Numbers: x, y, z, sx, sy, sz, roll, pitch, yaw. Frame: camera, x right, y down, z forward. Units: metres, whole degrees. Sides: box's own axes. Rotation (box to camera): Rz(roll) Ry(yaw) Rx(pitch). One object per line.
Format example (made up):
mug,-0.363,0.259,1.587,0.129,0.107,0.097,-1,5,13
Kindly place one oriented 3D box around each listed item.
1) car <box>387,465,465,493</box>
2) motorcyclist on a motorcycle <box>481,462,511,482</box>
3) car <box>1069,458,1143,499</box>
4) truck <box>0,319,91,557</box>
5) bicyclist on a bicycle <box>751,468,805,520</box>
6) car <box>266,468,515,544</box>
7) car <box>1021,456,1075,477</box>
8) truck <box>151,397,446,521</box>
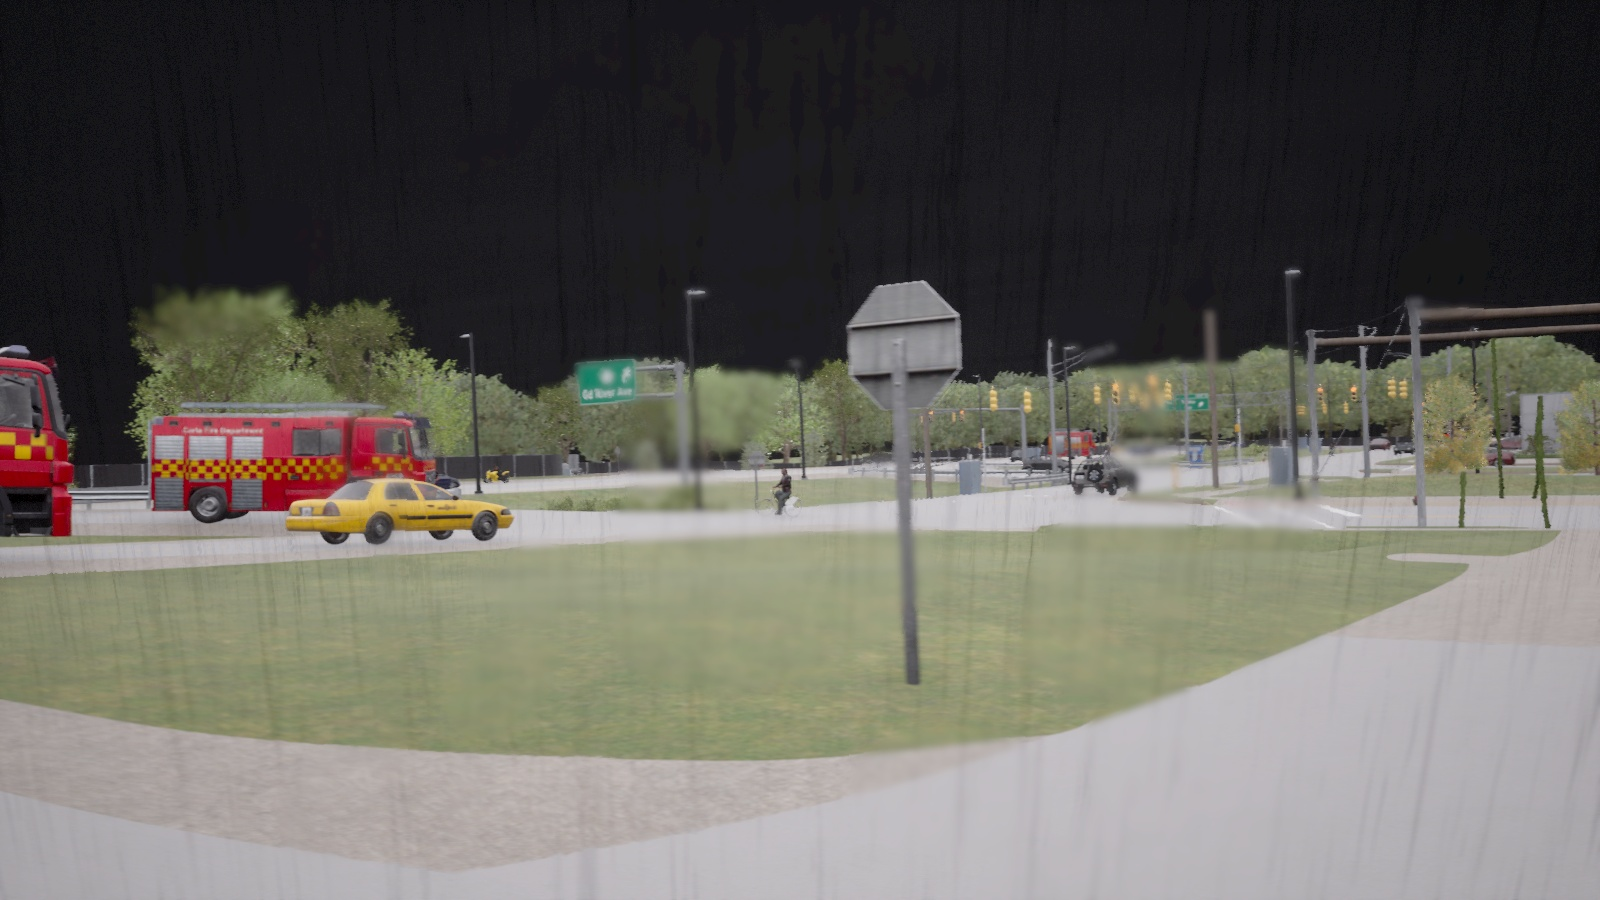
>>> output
car,-22.129,1.699,74.479,1.816,1.474,4.193,-2,0,35
motorcyclist on a motorcycle,-23.310,1.679,96.378,2.044,1.523,0.797,-1,0,-37
car,14.757,1.348,60.360,1.932,1.855,4.605,-2,-1,34
truck,-16.025,-0.266,19.205,8.468,3.827,2.891,3,-4,-43
bicyclist on a bicycle,-0.770,1.536,44.346,1.843,1.776,0.659,0,0,-35
car,-9.159,1.252,28.617,1.801,1.575,5.366,-2,-3,36
car,19.197,1.263,97.236,3.705,1.549,1.789,-1,1,32
truck,-16.222,0.282,41.179,8.468,3.827,2.891,1,1,-7
